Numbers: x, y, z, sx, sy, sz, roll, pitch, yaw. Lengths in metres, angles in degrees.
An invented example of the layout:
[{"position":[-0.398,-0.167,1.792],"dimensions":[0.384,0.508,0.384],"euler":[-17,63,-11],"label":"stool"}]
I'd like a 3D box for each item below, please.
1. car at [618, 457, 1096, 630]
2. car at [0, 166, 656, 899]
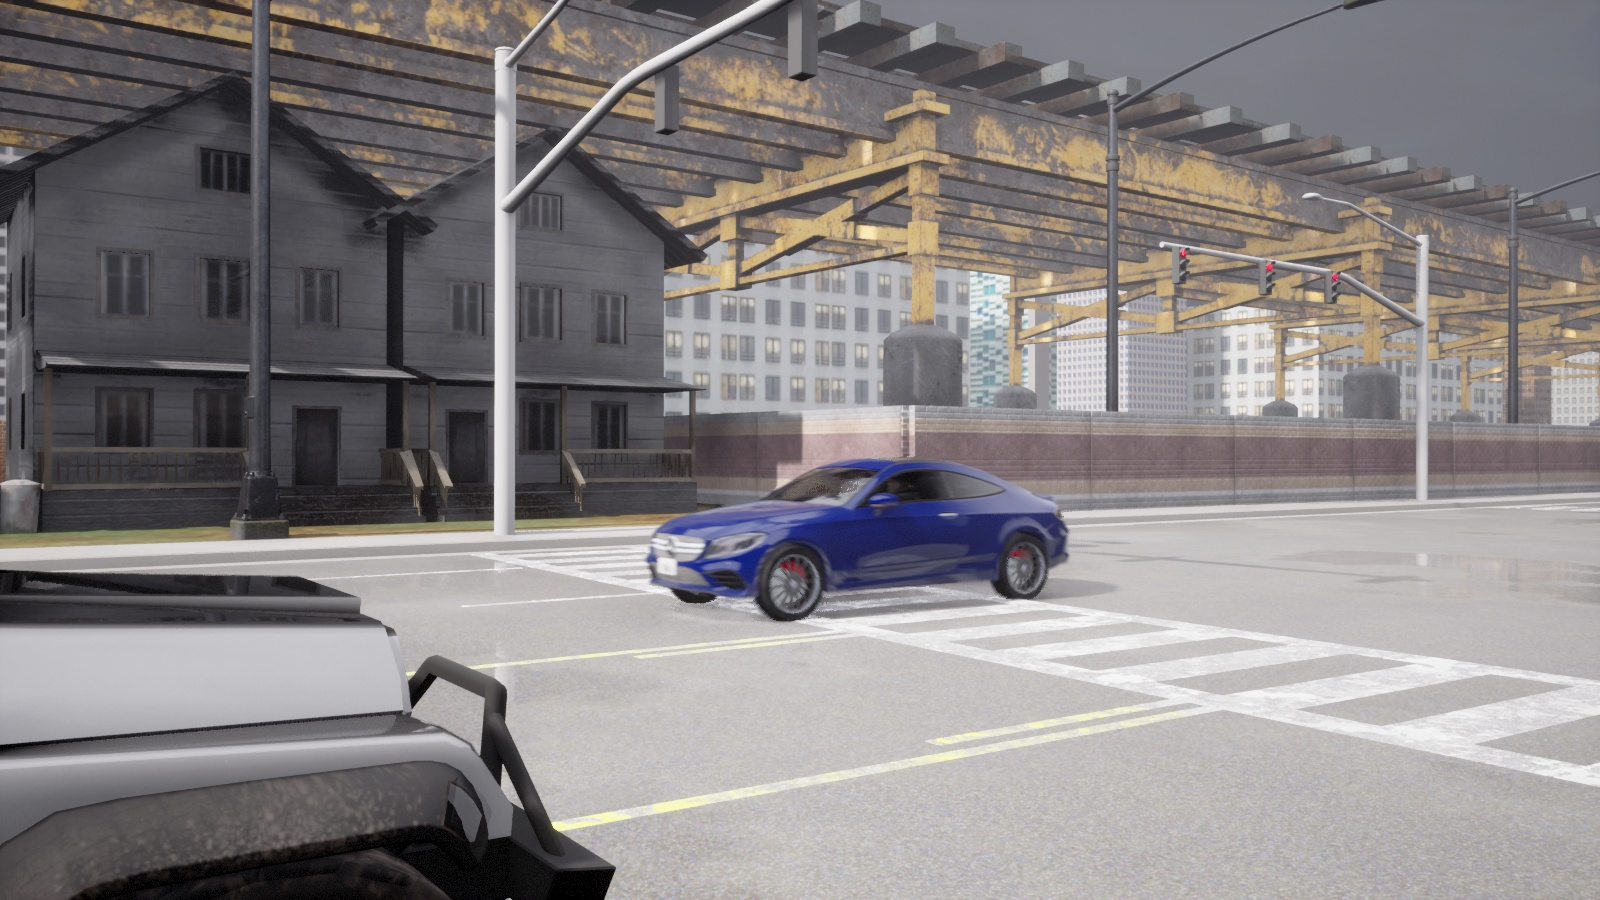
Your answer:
[{"position":[0.683,0.800,12.660],"dimensions":[4.674,1.442,1.812],"euler":[0,0,-35],"label":"car"},{"position":[-2.398,0.551,1.999],"dimensions":[3.866,1.878,1.905],"euler":[0,0,-34],"label":"car"}]
